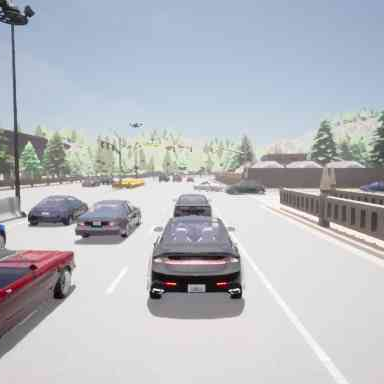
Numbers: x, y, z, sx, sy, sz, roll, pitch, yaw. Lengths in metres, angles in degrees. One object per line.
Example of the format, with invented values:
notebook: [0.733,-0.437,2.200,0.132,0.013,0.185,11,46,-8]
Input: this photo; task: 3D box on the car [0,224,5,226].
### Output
car: [-6.937,1.282,8.831,1.882,1.535,5.008,0,2,0]

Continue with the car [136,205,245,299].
car: [0.067,1.327,8.043,2.128,1.511,4.902,0,2,0]

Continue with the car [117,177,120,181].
car: [-17.896,-2.821,78.968,1.812,1.442,4.674,0,3,0]

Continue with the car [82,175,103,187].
car: [-17.856,-1.795,58.963,2.097,1.767,4.553,0,3,0]

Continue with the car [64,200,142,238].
car: [-3.466,1.049,14.626,2.033,1.411,5.357,0,3,0]

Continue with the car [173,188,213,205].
car: [0.025,0.814,17.464,1.882,1.535,5.008,0,3,-1]

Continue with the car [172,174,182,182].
car: [-3.937,-3.617,87.004,2.150,2.045,5.566,0,3,0]

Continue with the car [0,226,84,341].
car: [-3.421,1.527,5.110,1.895,1.301,4.718,0,1,0]

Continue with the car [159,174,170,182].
car: [-7.437,-3.616,86.986,2.150,2.045,5.566,0,3,0]

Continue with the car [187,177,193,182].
car: [-0.442,-3.354,87.854,1.812,1.442,4.674,0,3,0]

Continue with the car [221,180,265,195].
car: [6.082,-0.574,38.572,4.553,1.767,2.097,0,3,-5]

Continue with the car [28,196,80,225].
car: [-6.980,0.878,17.804,1.994,1.385,4.181,0,3,0]

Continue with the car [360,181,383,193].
car: [23.672,-0.603,41.948,4.674,1.442,1.812,0,3,2]

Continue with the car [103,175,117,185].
car: [-17.843,-2.515,68.858,2.150,2.045,5.566,0,3,0]

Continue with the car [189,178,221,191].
car: [2.192,-0.821,45.613,4.674,1.442,1.812,3,5,41]
